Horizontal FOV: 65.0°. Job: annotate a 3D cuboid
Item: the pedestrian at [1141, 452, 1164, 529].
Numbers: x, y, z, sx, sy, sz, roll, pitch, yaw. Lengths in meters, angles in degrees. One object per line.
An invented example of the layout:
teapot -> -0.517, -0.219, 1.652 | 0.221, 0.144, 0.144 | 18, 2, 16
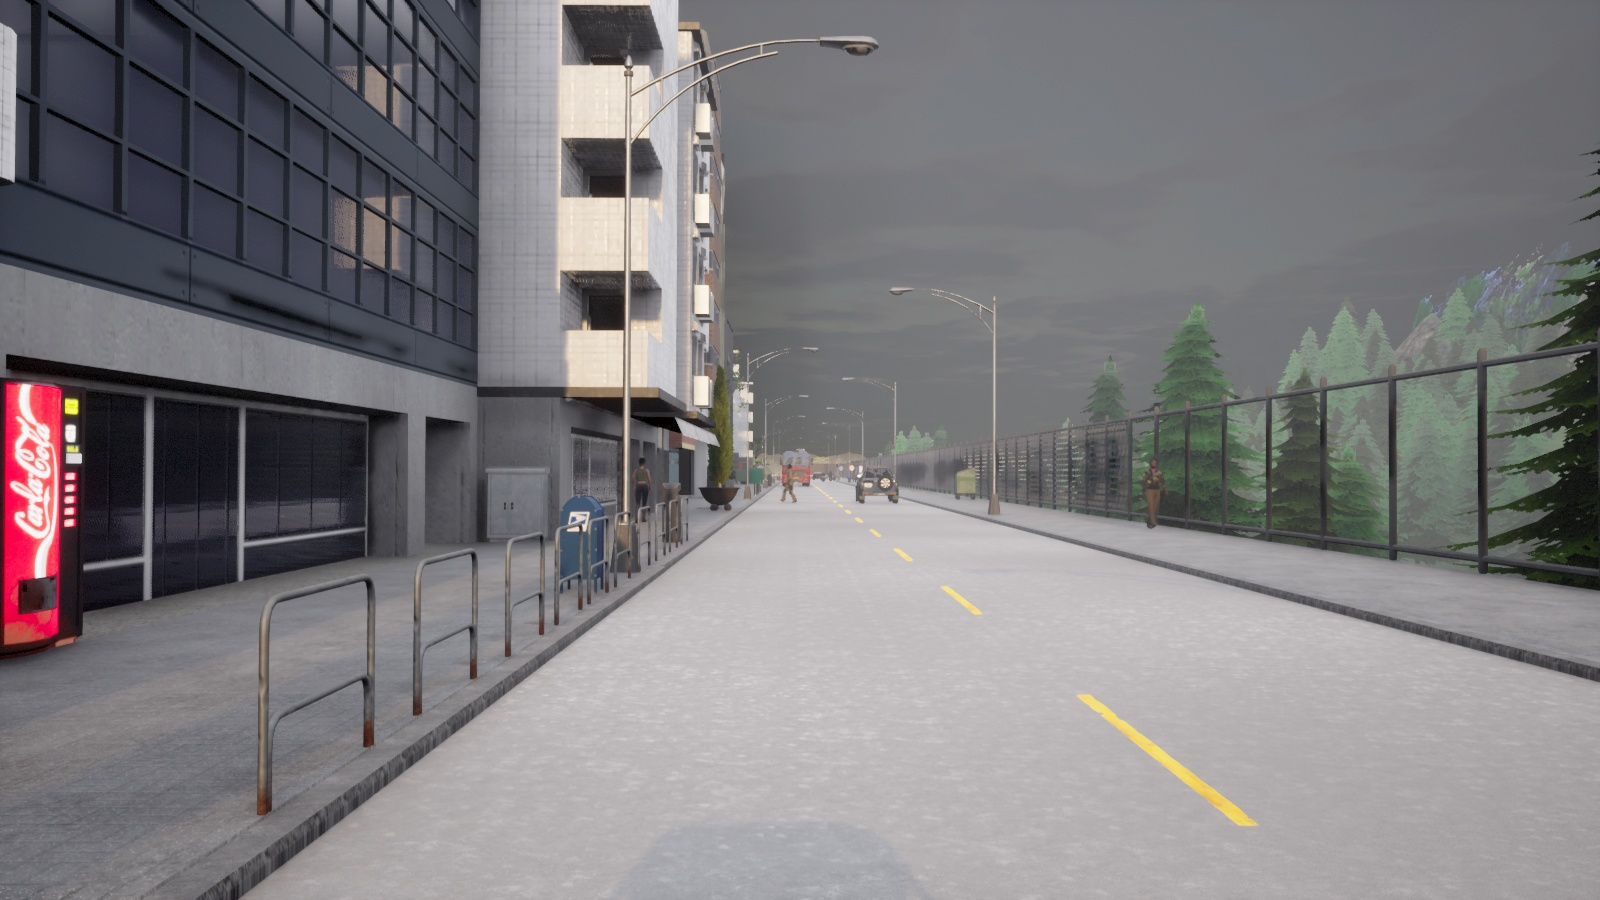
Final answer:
pedestrian -> 8.981, 1.025, 31.973 | 0.395, 1.930, 0.692 | 0, -1, 1

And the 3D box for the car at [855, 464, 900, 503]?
car -> 3.815, 1.665, 62.551 | 1.932, 1.855, 4.605 | 0, -1, 0

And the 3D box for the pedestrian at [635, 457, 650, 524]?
pedestrian -> -4.395, 1.129, 34.987 | 0.345, 1.836, 0.594 | 0, -1, 0

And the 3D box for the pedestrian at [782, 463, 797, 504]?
pedestrian -> -0.468, 1.558, 58.833 | 0.692, 1.930, 0.396 | 0, -1, 0
